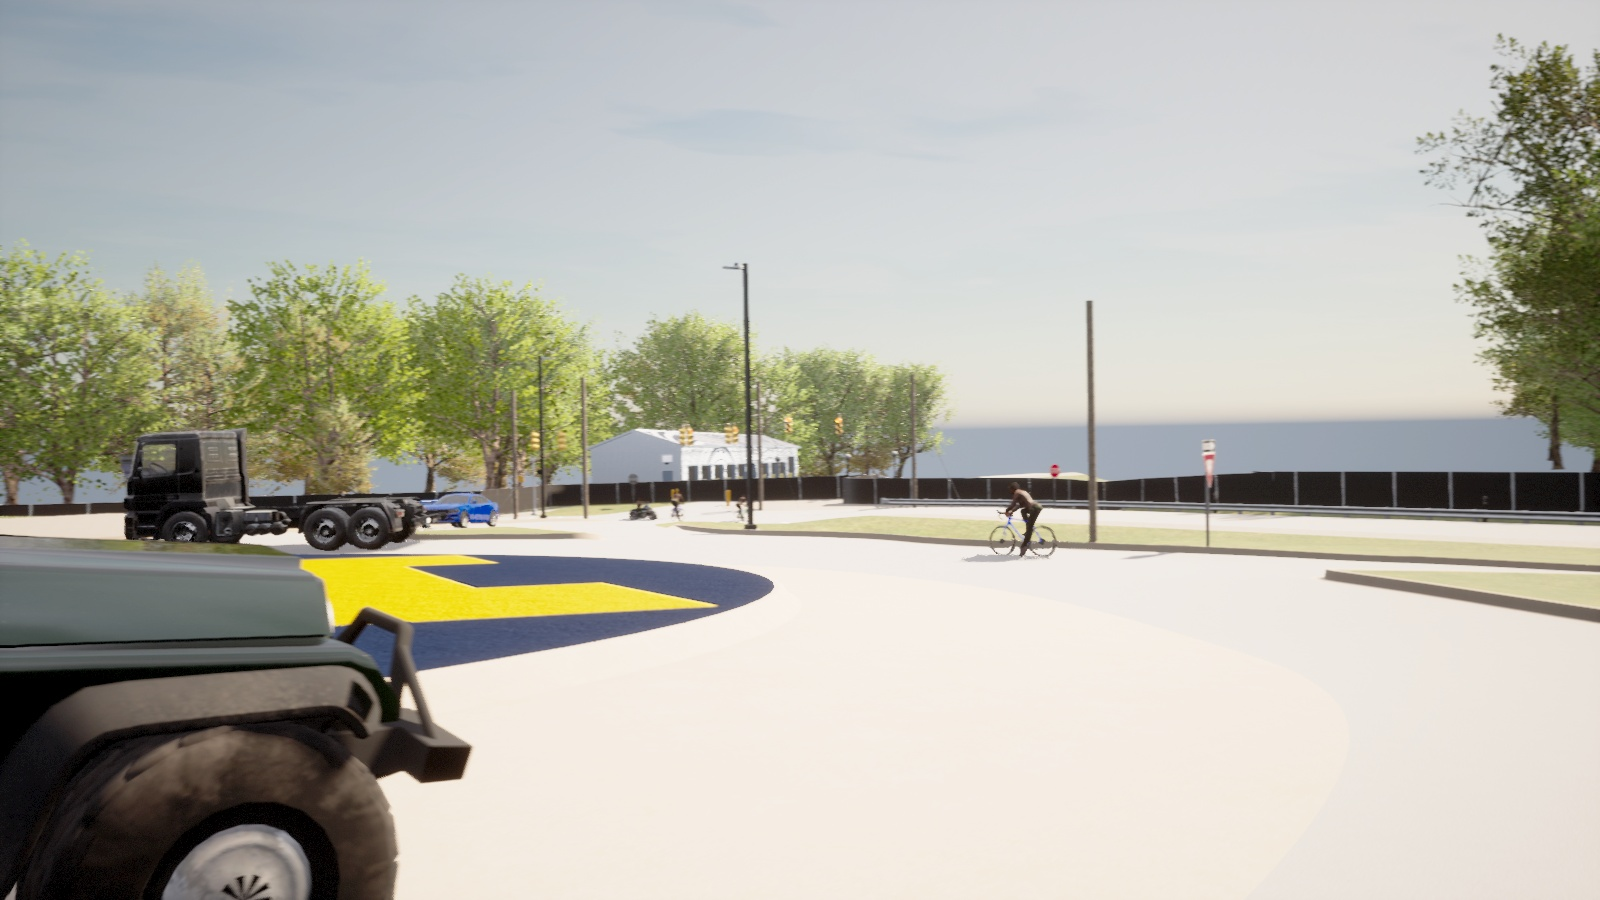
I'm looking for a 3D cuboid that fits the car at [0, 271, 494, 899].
[{"bbox_3d":[-2.954,0.542,3.033,3.866,1.878,1.905,1,0,-34],"label":"car"}]

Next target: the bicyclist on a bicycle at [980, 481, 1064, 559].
[{"bbox_3d":[4.799,1.505,27.213,1.656,1.620,0.582,-3,-2,39],"label":"bicyclist on a bicycle"}]

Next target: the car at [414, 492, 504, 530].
[{"bbox_3d":[-14.652,2.659,54.268,1.882,1.535,5.008,-1,-3,9],"label":"car"}]

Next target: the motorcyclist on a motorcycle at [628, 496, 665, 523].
[{"bbox_3d":[-10.005,3.888,81.696,2.350,1.649,0.766,-4,2,33],"label":"motorcyclist on a motorcycle"}]

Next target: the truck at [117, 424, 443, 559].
[{"bbox_3d":[-14.496,1.112,35.482,7.936,3.462,2.891,-2,0,-1],"label":"truck"}]
